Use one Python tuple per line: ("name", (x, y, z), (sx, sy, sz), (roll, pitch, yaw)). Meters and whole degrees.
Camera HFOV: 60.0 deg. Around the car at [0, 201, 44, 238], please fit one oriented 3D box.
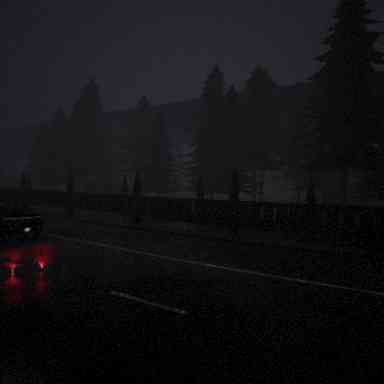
("car", (-8.203, 1.117, 14.028), (4.902, 1.511, 2.128), (3, 2, 36))
